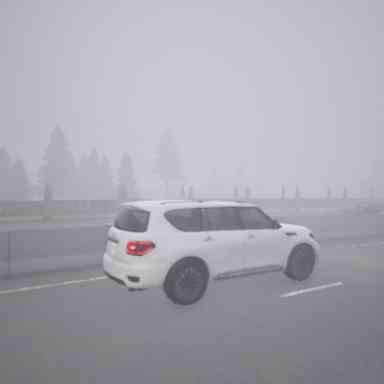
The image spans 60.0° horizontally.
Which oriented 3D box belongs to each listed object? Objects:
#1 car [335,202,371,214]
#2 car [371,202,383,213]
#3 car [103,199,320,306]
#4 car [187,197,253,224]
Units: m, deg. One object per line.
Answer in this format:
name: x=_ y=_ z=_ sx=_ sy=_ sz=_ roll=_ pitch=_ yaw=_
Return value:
car: x=13.522 y=1.502 z=26.156 sx=4.902 sy=1.511 sz=2.128 roll=0 pitch=0 yaw=-19
car: x=15.095 y=1.538 z=23.010 sx=4.674 sy=1.442 sz=1.812 roll=0 pitch=0 yaw=-19
car: x=0.677 y=1.203 z=8.170 sx=5.566 sy=2.045 sz=2.150 roll=0 pitch=0 yaw=-32
car: x=2.100 y=1.324 z=25.047 sx=4.553 sy=1.767 sz=2.097 roll=0 pitch=0 yaw=-25
